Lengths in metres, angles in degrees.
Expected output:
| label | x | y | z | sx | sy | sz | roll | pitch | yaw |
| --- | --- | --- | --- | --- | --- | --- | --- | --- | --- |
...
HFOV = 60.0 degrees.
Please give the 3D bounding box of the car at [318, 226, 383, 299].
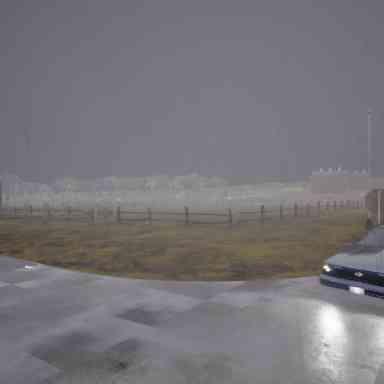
| label | x | y | z | sx | sy | sz | roll | pitch | yaw |
| --- | --- | --- | --- | --- | --- | --- | --- | --- | --- |
| car | 5.322 | 1.542 | 8.196 | 5.357 | 1.411 | 2.033 | 0 | 0 | -39 |
